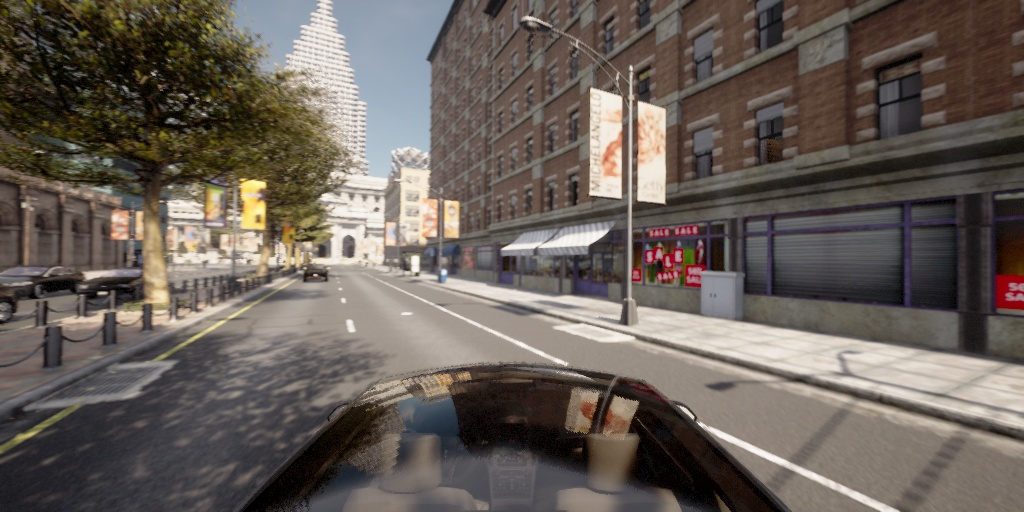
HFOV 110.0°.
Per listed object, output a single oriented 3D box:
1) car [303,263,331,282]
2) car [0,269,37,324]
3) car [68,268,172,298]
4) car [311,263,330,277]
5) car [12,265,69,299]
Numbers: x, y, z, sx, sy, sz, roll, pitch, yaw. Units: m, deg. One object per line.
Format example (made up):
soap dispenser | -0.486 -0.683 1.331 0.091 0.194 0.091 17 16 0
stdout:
car | -17.340 1.453 31.871 1.882 1.535 5.008 1 -1 -26
car | -14.804 1.197 8.691 1.837 1.490 4.892 1 -1 -26
car | -19.824 1.321 18.724 2.033 1.411 5.357 1 -1 -26
car | -22.451 1.584 42.092 1.812 1.442 4.674 1 -1 -26
car | -23.053 1.215 17.366 2.128 1.511 4.902 1 -1 -26
